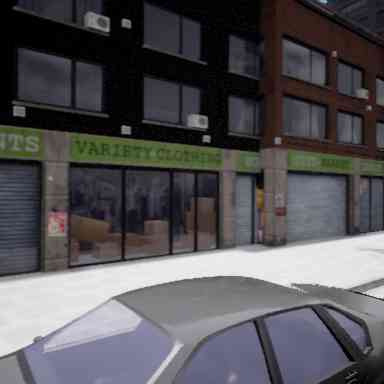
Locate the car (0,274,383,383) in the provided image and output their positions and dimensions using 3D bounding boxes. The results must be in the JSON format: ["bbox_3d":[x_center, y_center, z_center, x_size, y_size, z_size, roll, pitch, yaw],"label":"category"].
[{"bbox_3d":[0.019,1.547,2.767,5.357,1.411,2.033,0,0,-35],"label":"car"}]
